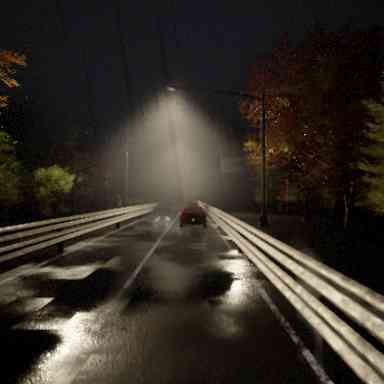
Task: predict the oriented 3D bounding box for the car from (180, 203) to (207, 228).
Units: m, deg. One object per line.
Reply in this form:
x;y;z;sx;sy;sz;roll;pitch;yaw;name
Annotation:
0.094;1.778;25.048;1.882;1.535;5.008;0;-1;0;car

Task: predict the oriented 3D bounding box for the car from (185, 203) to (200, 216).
0.092;2.100;41.538;1.812;1.442;4.674;0;-1;0;car

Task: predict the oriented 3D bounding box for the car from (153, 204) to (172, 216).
-3.351;2.089;38.582;1.994;1.385;4.181;0;-1;0;car
